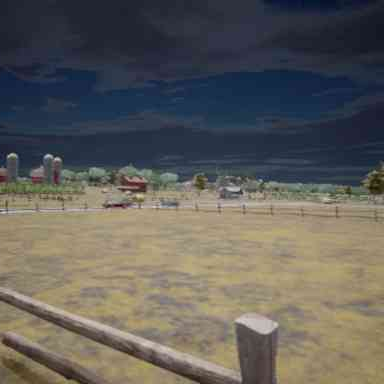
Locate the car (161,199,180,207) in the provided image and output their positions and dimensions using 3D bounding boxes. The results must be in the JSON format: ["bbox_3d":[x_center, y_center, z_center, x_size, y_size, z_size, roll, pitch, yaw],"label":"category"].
[{"bbox_3d":[-4.468,2.279,69.250,2.128,1.511,4.902,2,0,36],"label":"car"}]

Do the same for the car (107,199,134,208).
[{"bbox_3d":[-13.269,2.059,61.772,1.837,1.490,4.892,2,0,36],"label":"car"}]

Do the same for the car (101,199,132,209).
[{"bbox_3d":[-13.181,2.183,57.127,1.895,1.301,4.718,2,0,36],"label":"car"}]
